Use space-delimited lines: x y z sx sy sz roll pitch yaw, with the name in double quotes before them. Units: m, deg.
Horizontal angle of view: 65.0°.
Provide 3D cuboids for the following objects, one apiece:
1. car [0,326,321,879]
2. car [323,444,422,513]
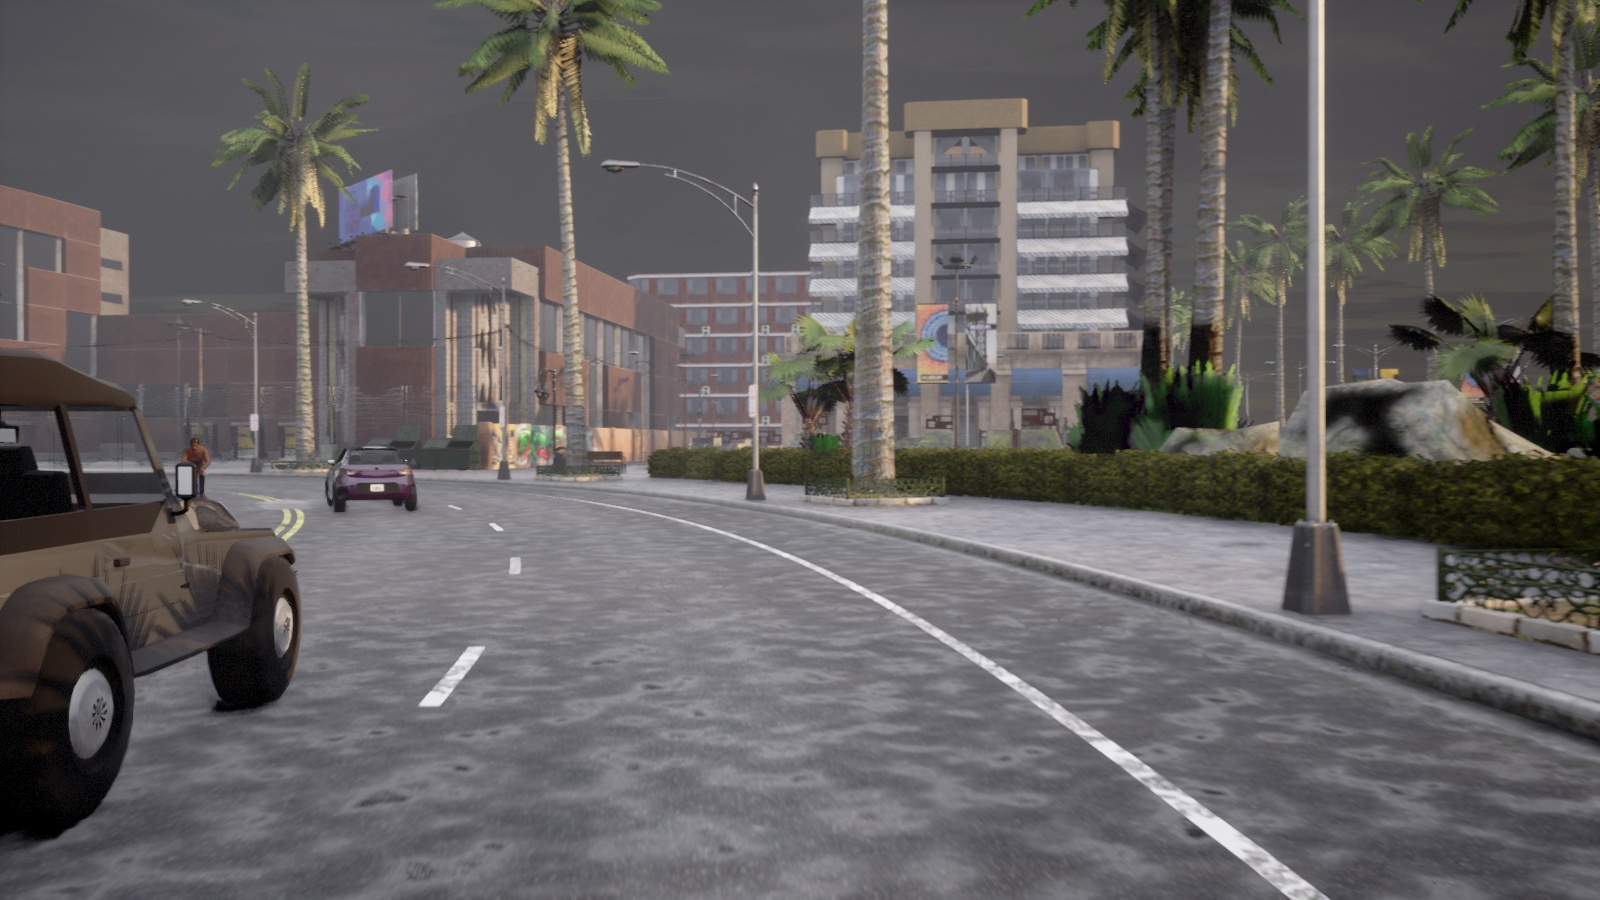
"car" -3.814 0.509 5.918 1.905 1.878 3.866 0 0 -5
"car" -9.975 0.596 29.123 1.816 1.474 4.193 0 0 -24
